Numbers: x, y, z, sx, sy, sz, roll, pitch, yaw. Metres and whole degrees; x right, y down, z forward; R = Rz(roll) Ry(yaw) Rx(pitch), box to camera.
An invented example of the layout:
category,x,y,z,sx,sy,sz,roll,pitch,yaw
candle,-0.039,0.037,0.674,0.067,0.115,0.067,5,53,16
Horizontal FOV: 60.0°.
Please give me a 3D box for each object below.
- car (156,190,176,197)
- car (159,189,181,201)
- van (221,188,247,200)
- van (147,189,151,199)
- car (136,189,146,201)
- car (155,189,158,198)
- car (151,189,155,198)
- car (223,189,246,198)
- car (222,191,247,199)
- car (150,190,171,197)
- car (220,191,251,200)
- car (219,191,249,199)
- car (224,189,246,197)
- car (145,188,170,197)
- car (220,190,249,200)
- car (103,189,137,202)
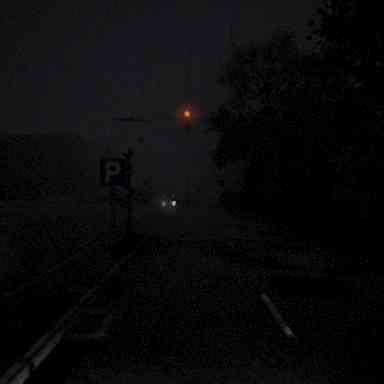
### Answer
category,x,y,z,sx,sy,sz,roll,pitch,yaw
car,-6.866,0.362,88.537,5.008,1.535,2.097,-1,1,-11
car,-3.512,0.586,53.452,2.097,1.767,4.553,0,1,5
van,7.125,0.444,55.289,4.442,1.987,1.878,0,1,-14
van,-10.417,0.426,61.631,4.442,1.987,1.878,-1,0,-14
car,-10.959,0.712,55.640,5.366,1.575,1.946,-1,0,-15
car,-9.832,0.630,67.602,4.674,1.452,2.002,-1,1,-13
car,-10.197,0.623,64.605,4.892,1.521,2.231,-1,0,-14
car,9.251,0.343,72.965,4.553,1.767,2.185,0,0,-12
car,8.527,0.577,67.097,4.674,1.452,2.002,0,0,-13
car,-7.814,0.428,82.575,5.008,1.535,2.097,-1,0,-12
car,8.028,0.602,61.257,5.366,1.575,1.946,0,0,-13
car,8.002,0.566,64.108,5.366,1.575,1.946,0,1,-13
car,10.135,0.276,78.836,4.553,1.767,2.185,0,1,-11
car,-8.228,0.208,79.592,5.566,2.045,2.435,-1,0,-12
car,7.500,0.511,58.261,4.553,1.767,2.185,0,0,-14
car,-11.596,0.787,52.647,4.792,1.488,2.163,-1,1,-15
